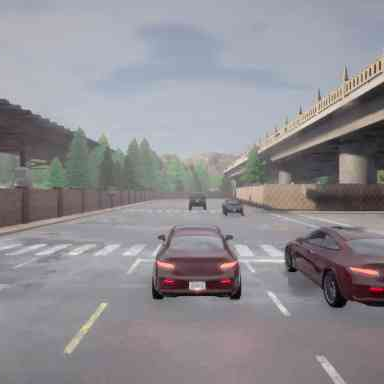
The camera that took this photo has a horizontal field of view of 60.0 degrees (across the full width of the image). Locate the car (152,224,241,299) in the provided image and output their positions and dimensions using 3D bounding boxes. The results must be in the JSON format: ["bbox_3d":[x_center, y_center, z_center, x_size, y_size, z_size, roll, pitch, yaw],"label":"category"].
[{"bbox_3d":[0.094,1.529,8.305,1.812,1.442,4.674,0,0,0],"label":"car"}]

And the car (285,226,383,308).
[{"bbox_3d":[3.595,1.529,7.805,1.812,1.442,4.674,0,0,0],"label":"car"}]

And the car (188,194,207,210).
[{"bbox_3d":[0.723,1.237,43.236,2.150,2.045,5.566,0,0,1],"label":"car"}]

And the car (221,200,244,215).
[{"bbox_3d":[4.015,1.502,33.368,2.128,1.511,4.902,0,0,1],"label":"car"}]
